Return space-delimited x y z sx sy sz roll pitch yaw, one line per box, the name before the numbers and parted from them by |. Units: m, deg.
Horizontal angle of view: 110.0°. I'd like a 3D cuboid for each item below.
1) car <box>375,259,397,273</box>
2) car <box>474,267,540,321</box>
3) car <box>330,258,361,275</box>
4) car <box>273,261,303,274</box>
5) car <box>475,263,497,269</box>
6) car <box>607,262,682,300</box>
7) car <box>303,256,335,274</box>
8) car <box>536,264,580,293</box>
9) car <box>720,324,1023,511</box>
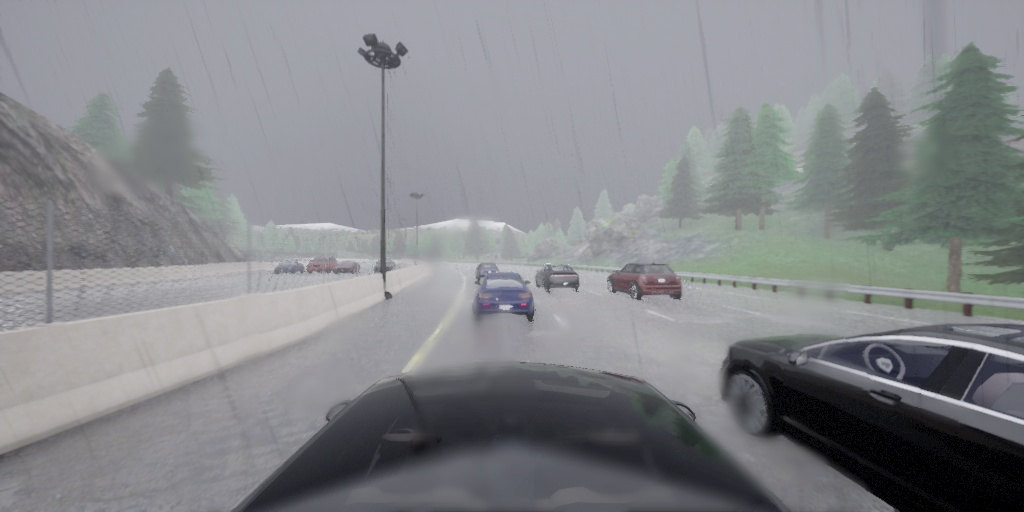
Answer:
car | -15.285 1.122 43.589 2.097 1.767 4.553 0 0 -13
car | -0.315 1.274 12.339 1.812 1.442 4.674 0 0 -3
car | -18.091 1.256 39.712 1.882 1.535 5.008 0 0 -11
car | -25.524 1.326 41.272 1.812 1.442 4.674 0 0 -13
car | -2.113 1.296 30.479 2.033 1.411 5.357 0 0 -8
car | 6.337 1.086 17.668 2.097 1.767 4.553 0 0 -4
car | -22.122 1.047 42.104 2.150 2.045 5.566 0 0 -13
car | 2.544 1.233 20.928 2.128 1.511 4.902 0 0 -5
car | 3.519 1.234 2.511 2.128 1.511 4.902 0 0 0
